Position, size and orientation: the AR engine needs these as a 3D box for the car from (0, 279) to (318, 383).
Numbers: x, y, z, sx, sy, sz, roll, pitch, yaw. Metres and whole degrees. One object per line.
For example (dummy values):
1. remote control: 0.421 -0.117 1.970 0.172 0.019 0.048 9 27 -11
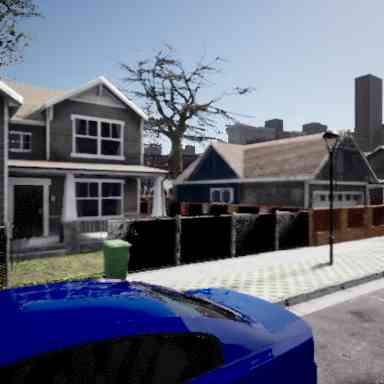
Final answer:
1. car: -1.236 1.478 2.187 5.008 1.535 1.882 0 0 -35
